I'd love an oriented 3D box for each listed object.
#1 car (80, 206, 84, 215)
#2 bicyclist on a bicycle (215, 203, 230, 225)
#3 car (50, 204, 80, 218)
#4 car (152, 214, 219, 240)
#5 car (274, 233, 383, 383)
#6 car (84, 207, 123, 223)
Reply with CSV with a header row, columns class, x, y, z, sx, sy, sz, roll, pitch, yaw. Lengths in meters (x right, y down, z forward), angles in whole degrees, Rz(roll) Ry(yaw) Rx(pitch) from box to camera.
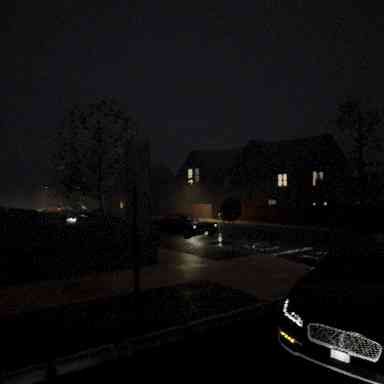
class,x,y,z,sx,sy,sz,roll,pitch,yaw
car,-16.242,2.667,47.286,2.033,1.411,5.357,-1,-1,-35
bicyclist on a bicycle,2.441,1.720,26.028,1.656,1.620,0.582,-1,0,-35
car,-16.148,2.618,42.146,1.994,1.385,4.181,-1,-1,-35
car,-0.497,2.014,20.076,1.895,1.301,4.718,-1,-1,-35
car,3.089,1.526,5.447,1.837,1.490,4.892,5,2,38
car,-8.005,2.197,30.625,1.882,1.535,5.008,-1,0,-35
